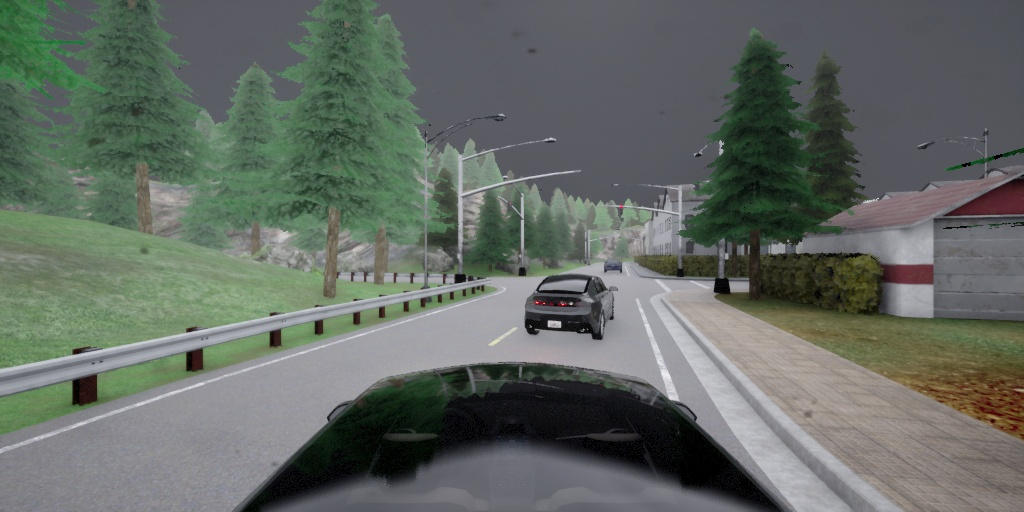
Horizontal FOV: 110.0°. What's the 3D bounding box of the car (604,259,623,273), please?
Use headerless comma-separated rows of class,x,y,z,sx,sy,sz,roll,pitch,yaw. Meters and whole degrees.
car,12.449,1.102,44.037,2.097,1.767,4.553,0,0,17

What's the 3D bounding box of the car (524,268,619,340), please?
car,1.800,1.255,10.152,1.837,1.490,4.892,0,0,21
